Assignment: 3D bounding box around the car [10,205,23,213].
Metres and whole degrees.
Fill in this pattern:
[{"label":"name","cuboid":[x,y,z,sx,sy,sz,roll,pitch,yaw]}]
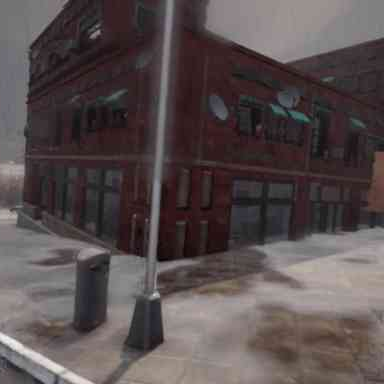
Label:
[{"label":"car","cuboid":[-31.808,3.131,61.462,1.882,1.535,5.008,4,-3,-5]}]
